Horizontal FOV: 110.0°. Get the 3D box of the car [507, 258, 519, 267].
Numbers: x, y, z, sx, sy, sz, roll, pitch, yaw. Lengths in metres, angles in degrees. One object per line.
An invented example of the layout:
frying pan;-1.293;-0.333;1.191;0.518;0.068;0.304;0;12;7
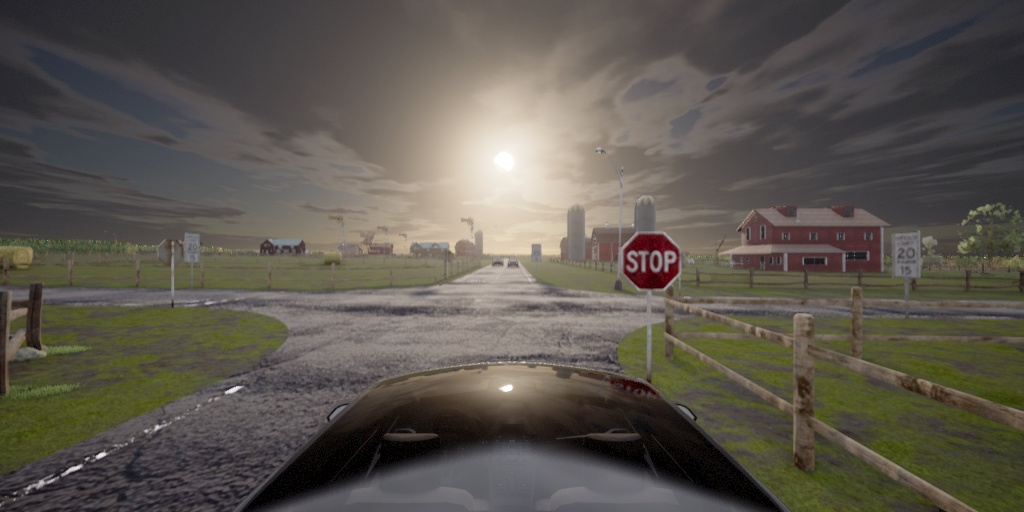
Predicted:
car;0.169;1.190;61.569;1.895;1.301;4.718;0;0;0
